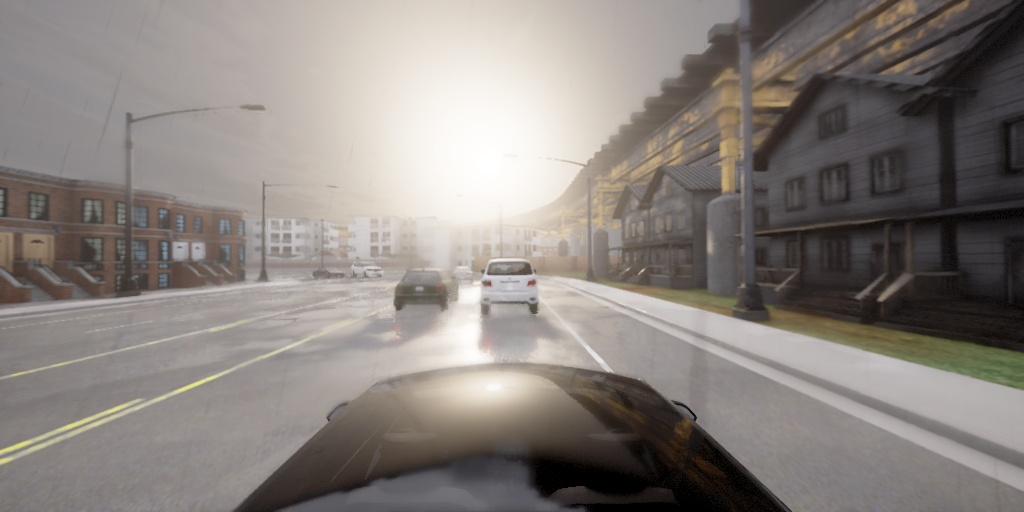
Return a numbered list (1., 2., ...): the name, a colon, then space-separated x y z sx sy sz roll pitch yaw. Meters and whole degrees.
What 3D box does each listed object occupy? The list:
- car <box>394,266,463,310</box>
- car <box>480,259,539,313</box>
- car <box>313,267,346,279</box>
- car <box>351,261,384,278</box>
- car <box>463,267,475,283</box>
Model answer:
1. car: -3.642 1.317 16.090 2.097 1.767 4.553 -1 -1 -1
2. car: -0.124 1.138 15.013 2.150 2.045 5.566 -1 -1 -1
3. car: -22.438 2.041 43.851 5.357 1.411 2.033 -1 -1 39
4. car: -18.174 1.685 44.924 5.566 2.045 2.150 -1 -1 44
5. car: -4.496 1.703 32.588 1.812 1.442 4.674 0 -1 -8
